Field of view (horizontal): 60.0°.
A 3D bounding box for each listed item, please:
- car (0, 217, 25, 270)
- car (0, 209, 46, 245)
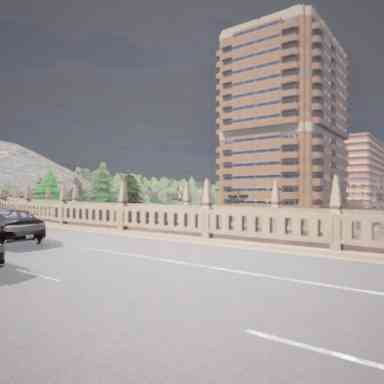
[{"bbox_3d":[-6.869,1.492,8.903,4.902,1.511,2.128,0,0,36],"label":"car"},{"bbox_3d":[-8.166,1.492,14.182,4.902,1.511,2.128,0,0,36],"label":"car"}]
